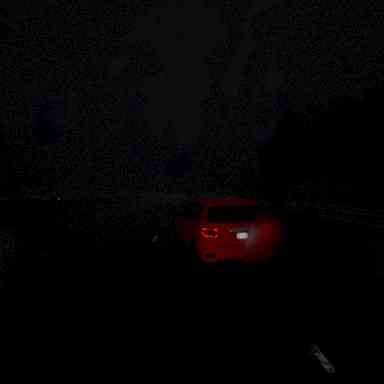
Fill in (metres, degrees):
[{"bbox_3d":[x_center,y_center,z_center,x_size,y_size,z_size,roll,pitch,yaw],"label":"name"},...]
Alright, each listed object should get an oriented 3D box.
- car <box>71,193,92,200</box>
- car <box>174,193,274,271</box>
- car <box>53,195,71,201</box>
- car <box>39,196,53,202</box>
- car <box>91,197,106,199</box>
[{"bbox_3d":[-21.007,1.249,64.664,2.150,2.045,5.566,0,0,0],"label":"car"},{"bbox_3d":[0.763,1.193,11.109,2.150,2.045,5.566,-1,0,-11],"label":"car"},{"bbox_3d":[-24.504,1.381,64.712,2.097,1.767,4.553,0,0,0],"label":"car"},{"bbox_3d":[-28.002,1.504,64.666,1.882,1.535,5.008,0,0,0],"label":"car"},{"bbox_3d":[-17.518,1.586,64.733,1.994,1.385,4.181,0,0,1],"label":"car"}]
